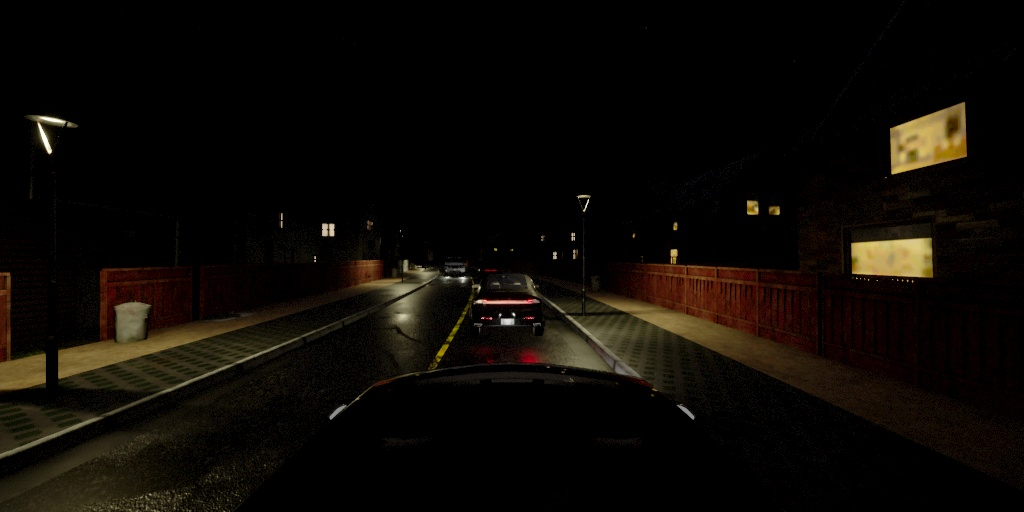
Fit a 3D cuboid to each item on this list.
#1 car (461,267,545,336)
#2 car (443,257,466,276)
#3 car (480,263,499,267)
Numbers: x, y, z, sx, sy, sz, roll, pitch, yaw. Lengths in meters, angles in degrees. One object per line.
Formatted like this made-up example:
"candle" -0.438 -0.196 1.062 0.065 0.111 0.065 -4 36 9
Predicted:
"car" -0.173 1.249 10.382 2.128 1.511 4.902 0 0 -2
"car" -6.295 1.082 39.392 2.150 2.045 5.566 0 0 -10
"car" -1.951 1.327 30.565 1.837 1.490 4.892 0 0 -7
